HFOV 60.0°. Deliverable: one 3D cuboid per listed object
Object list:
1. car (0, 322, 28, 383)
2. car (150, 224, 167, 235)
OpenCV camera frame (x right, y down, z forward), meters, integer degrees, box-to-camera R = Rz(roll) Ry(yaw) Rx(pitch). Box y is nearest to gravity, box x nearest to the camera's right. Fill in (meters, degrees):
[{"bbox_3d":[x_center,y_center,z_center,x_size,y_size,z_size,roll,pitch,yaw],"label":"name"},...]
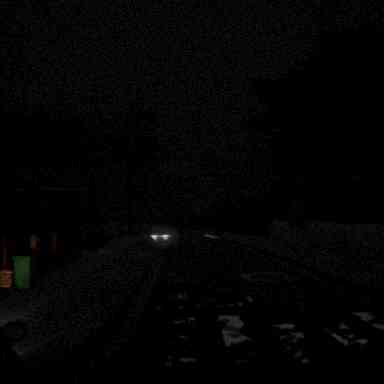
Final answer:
[{"bbox_3d":[-2.293,1.576,2.337,2.097,1.767,4.553,6,-7,-36],"label":"car"},{"bbox_3d":[-4.868,5.330,47.865,1.882,1.535,5.008,0,-5,-14],"label":"car"}]
